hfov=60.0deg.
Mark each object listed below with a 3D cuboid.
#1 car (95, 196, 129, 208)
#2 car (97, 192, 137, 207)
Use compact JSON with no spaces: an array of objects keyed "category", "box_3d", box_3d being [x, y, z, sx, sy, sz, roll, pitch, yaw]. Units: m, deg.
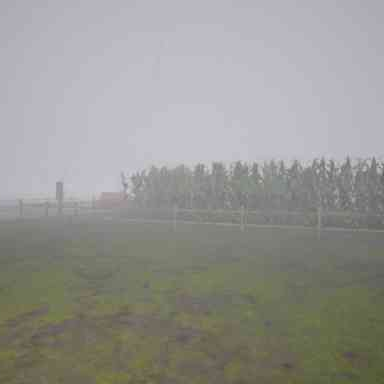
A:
[{"category":"car","box_3d":[-10.772,1.261,45.147,1.812,1.442,4.674,0,1,29]},{"category":"car","box_3d":[-8.878,0.986,40.946,2.150,2.045,5.566,0,1,29]}]
